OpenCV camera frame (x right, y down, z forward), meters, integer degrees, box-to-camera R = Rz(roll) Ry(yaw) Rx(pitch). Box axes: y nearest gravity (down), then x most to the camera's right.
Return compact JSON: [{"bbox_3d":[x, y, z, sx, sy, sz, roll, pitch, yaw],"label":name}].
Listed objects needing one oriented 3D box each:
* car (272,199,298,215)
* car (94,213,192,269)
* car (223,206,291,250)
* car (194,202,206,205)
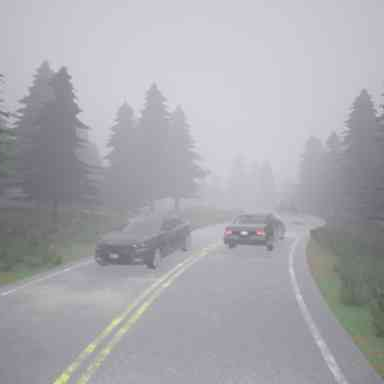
[{"bbox_3d":[10.158,1.514,36.797,2.097,1.767,4.553,1,0,3],"label":"car"},{"bbox_3d":[-1.458,1.531,11.641,1.882,1.535,5.008,-1,-1,17],"label":"car"},{"bbox_3d":[2.902,1.575,14.659,2.033,1.411,5.357,-1,-1,22],"label":"car"},{"bbox_3d":[1.623,2.425,55.091,1.812,1.442,4.674,4,-7,-34],"label":"car"}]
